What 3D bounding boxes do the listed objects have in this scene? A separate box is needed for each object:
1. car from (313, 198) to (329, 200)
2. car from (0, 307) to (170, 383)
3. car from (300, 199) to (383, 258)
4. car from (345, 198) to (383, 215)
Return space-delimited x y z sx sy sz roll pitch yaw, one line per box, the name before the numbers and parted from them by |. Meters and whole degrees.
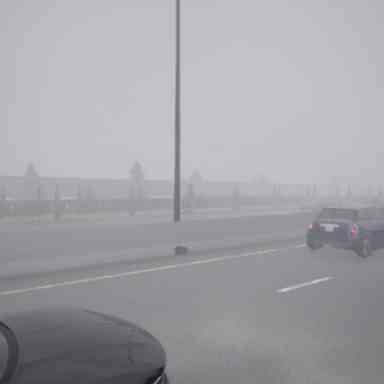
car | 13.264 1.351 34.324 4.674 1.442 1.812 0 0 -30
car | -2.463 1.483 1.991 5.008 1.535 1.882 0 0 -36
car | 6.443 1.278 12.642 4.553 1.767 2.097 0 0 -36
car | 17.253 1.375 32.578 4.181 1.385 1.994 0 0 -30
